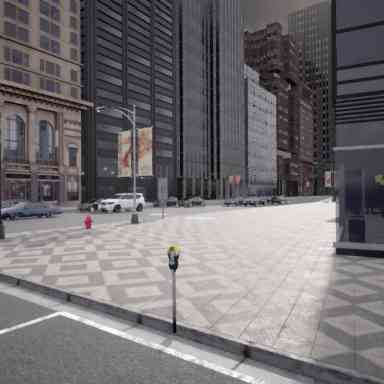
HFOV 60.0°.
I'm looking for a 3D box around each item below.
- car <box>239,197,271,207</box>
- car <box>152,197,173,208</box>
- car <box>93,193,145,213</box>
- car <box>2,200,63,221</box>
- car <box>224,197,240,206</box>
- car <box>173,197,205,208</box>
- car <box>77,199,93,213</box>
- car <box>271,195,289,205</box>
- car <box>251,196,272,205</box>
[{"bbox_3d":[9.188,1.453,48.209,1.895,1.301,4.718,-1,0,36],"label":"car"},{"bbox_3d":[-3.571,1.448,47.286,1.837,1.490,4.892,-1,0,35],"label":"car"},{"bbox_3d":[-7.493,1.166,36.128,2.150,2.045,5.566,-1,0,35],"label":"car"},{"bbox_3d":[-13.500,1.517,27.616,2.033,1.411,5.357,-1,0,35],"label":"car"},{"bbox_3d":[6.774,1.424,50.420,2.033,1.411,5.357,-1,0,36],"label":"car"},{"bbox_3d":[-0.038,1.421,46.648,1.837,1.490,4.892,-1,-1,35],"label":"car"},{"bbox_3d":[-10.583,1.475,37.378,1.837,1.490,4.892,-1,0,35],"label":"car"},{"bbox_3d":[14.913,1.344,56.412,1.837,1.490,4.892,-1,0,35],"label":"car"},{"bbox_3d":[12.275,1.465,58.311,1.895,1.301,4.718,-1,0,35],"label":"car"}]
